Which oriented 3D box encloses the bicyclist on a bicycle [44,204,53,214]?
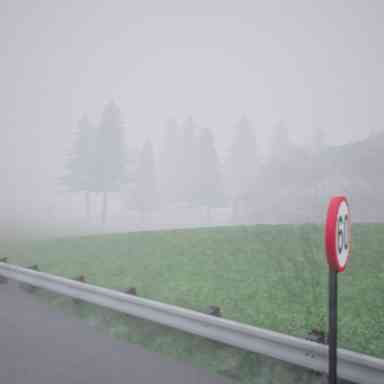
[{"bbox_3d":[-24.242,2.896,56.167,1.656,1.620,0.582,1,-3,11],"label":"bicyclist on a bicycle"}]

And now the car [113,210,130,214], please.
[{"bbox_3d":[-17.247,4.727,81.731,1.994,1.385,4.181,0,-4,41],"label":"car"}]
